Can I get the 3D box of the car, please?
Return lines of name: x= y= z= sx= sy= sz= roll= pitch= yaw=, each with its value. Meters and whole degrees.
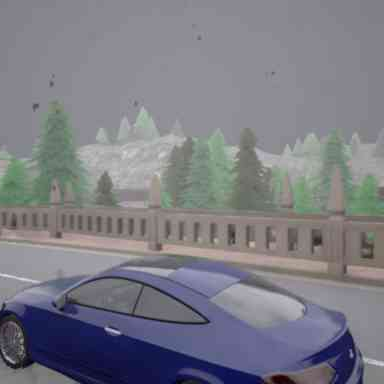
car: x=-0.512 y=1.529 z=4.113 sx=4.674 sy=1.442 sz=1.812 roll=0 pitch=0 yaw=34
